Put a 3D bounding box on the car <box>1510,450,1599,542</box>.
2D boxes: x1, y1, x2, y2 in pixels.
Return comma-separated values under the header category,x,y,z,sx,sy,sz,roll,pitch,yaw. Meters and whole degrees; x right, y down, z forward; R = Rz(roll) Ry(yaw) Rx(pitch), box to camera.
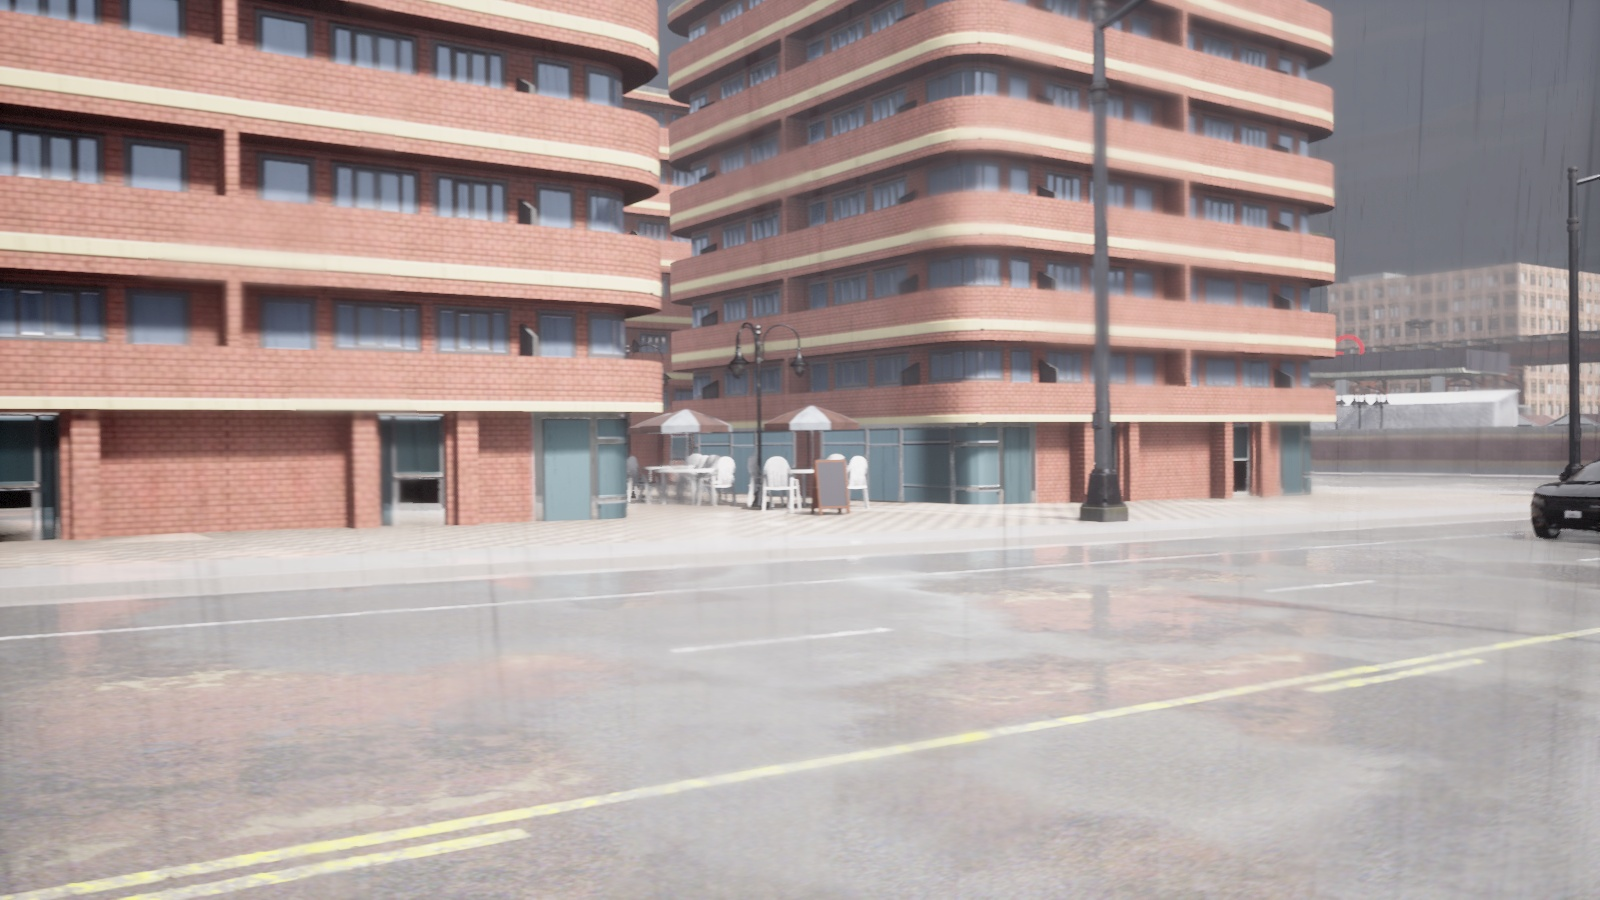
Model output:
category,x,y,z,sx,sy,sz,roll,pitch,yaw
car,15.027,0.763,22.646,5.008,1.535,1.882,0,0,-35
